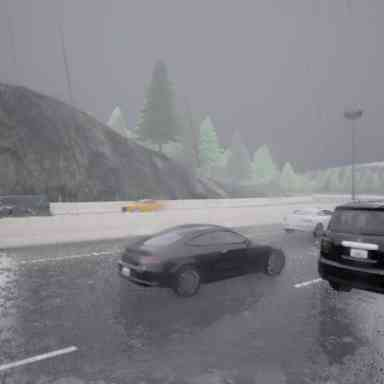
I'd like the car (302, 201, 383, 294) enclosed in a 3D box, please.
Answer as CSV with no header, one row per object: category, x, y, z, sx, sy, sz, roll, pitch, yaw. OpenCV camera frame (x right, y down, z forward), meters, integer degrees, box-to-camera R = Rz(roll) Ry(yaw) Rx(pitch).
car,5.210,1.229,7.809,5.566,2.045,2.150,0,0,-38

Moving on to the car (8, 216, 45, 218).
car,-10.316,1.545,18.238,4.892,1.490,1.837,0,0,-37

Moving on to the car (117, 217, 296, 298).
car,0.416,1.539,8.548,4.674,1.442,1.812,0,0,-37

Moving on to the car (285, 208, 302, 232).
car,6.776,1.547,18.141,4.674,1.442,1.812,0,0,-40

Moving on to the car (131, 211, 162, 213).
car,-5.159,1.540,35.813,5.008,1.535,1.882,0,0,-41
